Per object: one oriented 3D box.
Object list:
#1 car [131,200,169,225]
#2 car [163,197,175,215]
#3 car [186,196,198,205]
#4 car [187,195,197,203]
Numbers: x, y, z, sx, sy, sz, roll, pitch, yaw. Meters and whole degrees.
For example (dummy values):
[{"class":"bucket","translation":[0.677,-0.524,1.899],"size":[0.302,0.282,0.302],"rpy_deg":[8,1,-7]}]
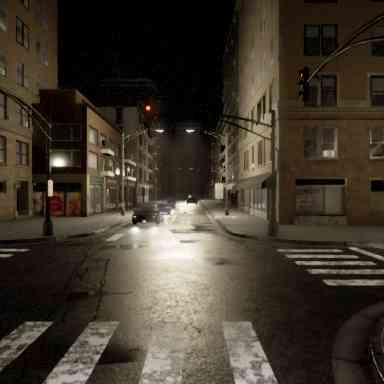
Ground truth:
[{"class":"car","translation":[-3.133,1.547,24.512],"size":[2.033,1.411,5.357],"rpy_deg":[0,0,0]},{"class":"car","translation":[-3.147,1.559,34.428],"size":[1.994,1.385,4.181],"rpy_deg":[0,0,0]},{"class":"car","translation":[0.019,1.475,59.244],"size":[2.128,1.511,4.902],"rpy_deg":[0,0,0]},{"class":"car","translation":[0.004,1.471,69.608],"size":[2.128,1.511,4.902],"rpy_deg":[0,0,0]}]
